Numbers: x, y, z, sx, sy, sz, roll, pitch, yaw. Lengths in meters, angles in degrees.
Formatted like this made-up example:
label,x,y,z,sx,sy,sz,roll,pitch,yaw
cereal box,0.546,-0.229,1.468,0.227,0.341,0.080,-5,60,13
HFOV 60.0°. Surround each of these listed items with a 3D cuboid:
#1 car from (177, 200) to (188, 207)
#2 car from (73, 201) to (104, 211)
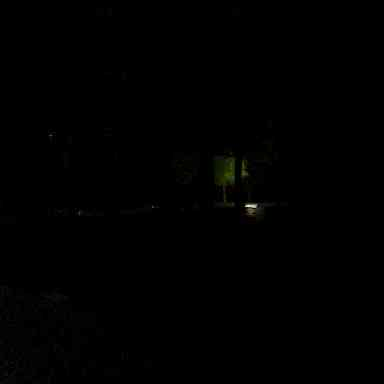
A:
label,x,y,z,sx,sy,sz,roll,pitch,yaw
car,-2.684,2.183,63.932,1.812,1.442,4.674,-1,-1,36
car,-14.717,1.965,47.456,1.812,1.442,4.674,-1,-1,36
